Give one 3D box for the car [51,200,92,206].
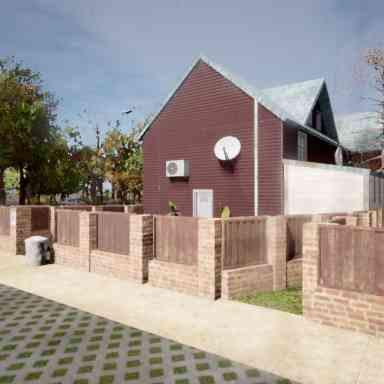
[{"bbox_3d":[-12.472,1.575,33.903,2.128,1.511,4.902,0,0,36],"label":"car"}]
